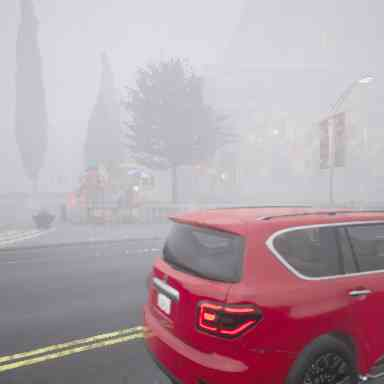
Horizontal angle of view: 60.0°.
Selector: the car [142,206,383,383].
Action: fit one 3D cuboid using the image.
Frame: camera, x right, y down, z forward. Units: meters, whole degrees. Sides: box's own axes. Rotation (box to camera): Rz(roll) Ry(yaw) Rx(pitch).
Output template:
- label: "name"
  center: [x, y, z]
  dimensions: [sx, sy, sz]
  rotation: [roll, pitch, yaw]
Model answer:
- label: "car"
  center: [2.090, 1.223, 4.643]
  dimensions: [5.566, 2.045, 2.150]
  rotation: [0, 0, -27]
